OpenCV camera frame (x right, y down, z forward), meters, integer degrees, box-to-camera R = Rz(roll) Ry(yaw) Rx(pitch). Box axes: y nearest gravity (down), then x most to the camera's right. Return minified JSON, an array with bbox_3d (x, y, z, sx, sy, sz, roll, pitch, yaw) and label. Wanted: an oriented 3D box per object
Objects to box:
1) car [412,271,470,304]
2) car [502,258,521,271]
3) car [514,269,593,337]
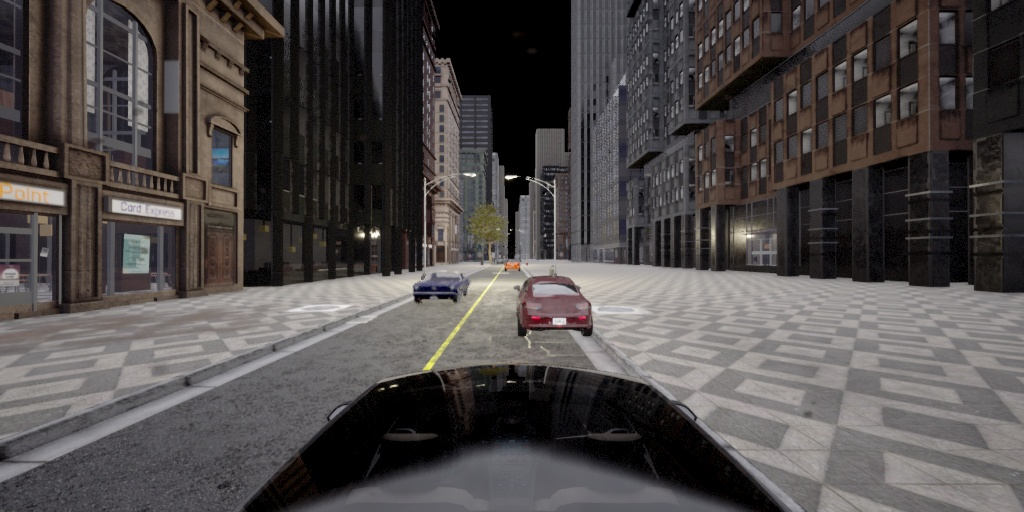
[{"bbox_3d":[-3.103,1.355,16.454,1.895,1.301,4.718,0,0,0],"label":"car"},{"bbox_3d":[0.084,1.133,48.405,2.097,1.767,4.553,0,0,1],"label":"car"},{"bbox_3d":[1.047,1.278,10.219,1.812,1.442,4.674,0,0,0],"label":"car"}]
